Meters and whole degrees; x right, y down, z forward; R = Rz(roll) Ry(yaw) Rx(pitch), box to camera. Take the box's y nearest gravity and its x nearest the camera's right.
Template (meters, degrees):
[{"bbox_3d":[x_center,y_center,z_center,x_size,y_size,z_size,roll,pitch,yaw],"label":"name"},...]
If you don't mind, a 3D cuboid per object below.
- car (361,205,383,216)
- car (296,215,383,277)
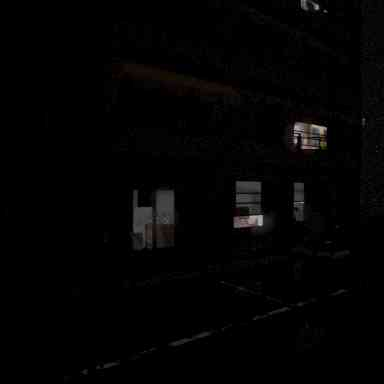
[{"bbox_3d":[16.791,1.888,32.071,1.895,1.301,4.718,0,-1,-36],"label":"car"},{"bbox_3d":[5.012,1.582,10.209,4.206,1.307,1.802,0,0,-36],"label":"car"}]
